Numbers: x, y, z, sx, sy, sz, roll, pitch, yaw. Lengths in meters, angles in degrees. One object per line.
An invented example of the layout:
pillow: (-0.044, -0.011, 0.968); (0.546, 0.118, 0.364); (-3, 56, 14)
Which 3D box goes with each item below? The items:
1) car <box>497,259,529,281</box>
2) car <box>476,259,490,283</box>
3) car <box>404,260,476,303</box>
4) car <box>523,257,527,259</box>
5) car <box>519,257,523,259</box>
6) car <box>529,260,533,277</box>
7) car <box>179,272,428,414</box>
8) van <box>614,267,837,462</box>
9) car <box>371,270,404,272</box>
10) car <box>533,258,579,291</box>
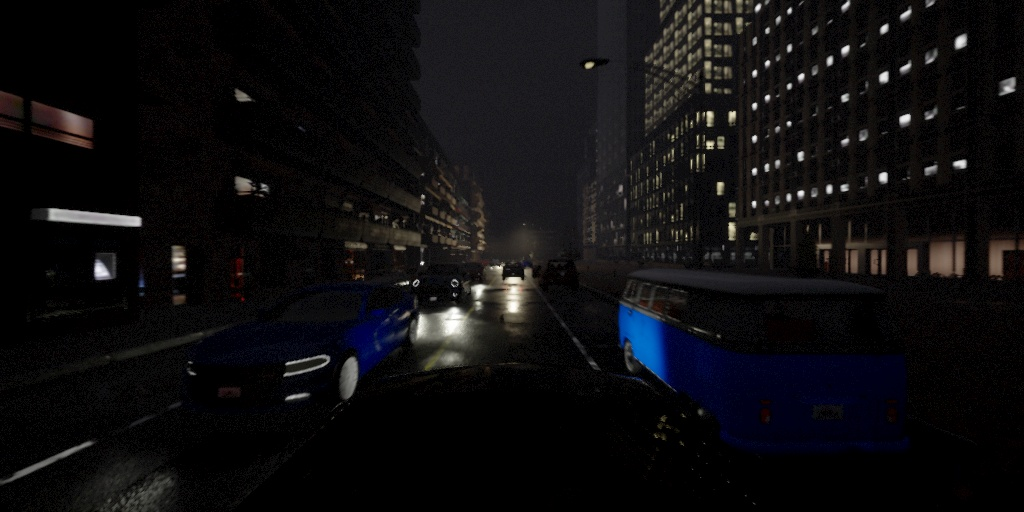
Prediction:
car: (0.098, 1.235, 30.467); (2.128, 1.511, 4.902); (0, 0, 0)
car: (-3.052, 1.221, 27.627); (1.882, 1.535, 5.008); (0, 0, 0)
car: (-3.083, 1.095, 16.383); (2.097, 1.767, 4.553); (0, 0, 0)
car: (2.346, 1.277, 57.635); (1.812, 1.442, 4.674); (0, 0, 0)
car: (0.076, 1.238, 47.535); (2.128, 1.511, 4.902); (0, 0, 0)
car: (2.686, 1.288, 32.531); (1.888, 1.381, 4.507); (0, 0, 0)
car: (-3.101, 1.225, 6.443); (1.882, 1.535, 5.008); (0, 0, 0)
van: (2.688, 1.089, 4.898); (1.690, 1.789, 3.998); (0, 0, 0)
car: (-5.693, 1.294, 15.951); (2.007, 1.370, 4.403); (0, 0, 0)
car: (2.687, 1.057, 21.477); (2.192, 1.841, 5.009); (0, 0, 0)
